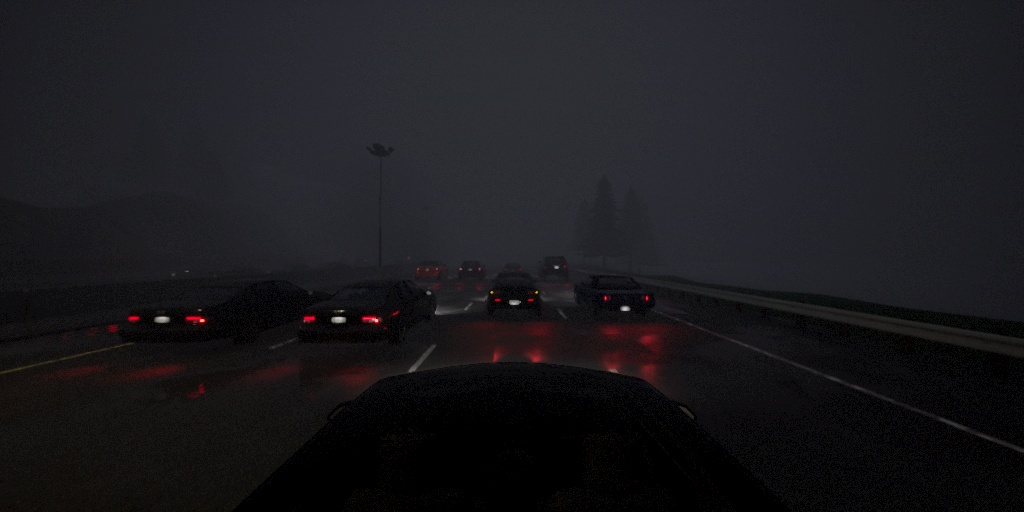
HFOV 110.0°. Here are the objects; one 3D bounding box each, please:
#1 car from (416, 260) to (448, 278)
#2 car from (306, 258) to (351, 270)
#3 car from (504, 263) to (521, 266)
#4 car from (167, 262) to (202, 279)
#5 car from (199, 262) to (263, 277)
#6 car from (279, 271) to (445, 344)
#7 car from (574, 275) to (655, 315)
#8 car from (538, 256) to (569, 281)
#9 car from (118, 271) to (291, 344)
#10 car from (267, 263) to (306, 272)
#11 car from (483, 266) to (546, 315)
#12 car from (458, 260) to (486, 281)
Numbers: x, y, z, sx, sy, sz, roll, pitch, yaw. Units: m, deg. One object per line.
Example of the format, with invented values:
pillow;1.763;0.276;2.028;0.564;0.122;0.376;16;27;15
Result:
car;-6.921;1.157;31.385;2.097;1.767;4.553;0;0;0
car;-17.701;1.291;35.334;1.882;1.535;5.008;0;0;-1
car;0.048;1.376;34.657;1.994;1.385;4.181;0;0;-1
car;-28.149;1.299;32.235;2.128;1.511;4.902;0;0;-1
car;-24.629;1.408;31.879;1.895;1.301;4.718;0;0;0
car;-3.416;1.313;9.590;2.033;1.411;5.357;0;0;0
car;3.592;1.373;13.560;1.895;1.301;4.718;0;0;0
car;3.589;1.029;31.541;2.150;2.045;5.566;0;0;0
car;-6.916;1.313;9.609;2.033;1.411;5.357;0;0;0
car;-21.153;1.359;34.543;2.033;1.411;5.357;0;0;-1
car;0.078;1.298;13.598;1.812;1.442;4.674;0;0;0
car;-3.421;1.157;31.344;2.097;1.767;4.553;0;0;0
